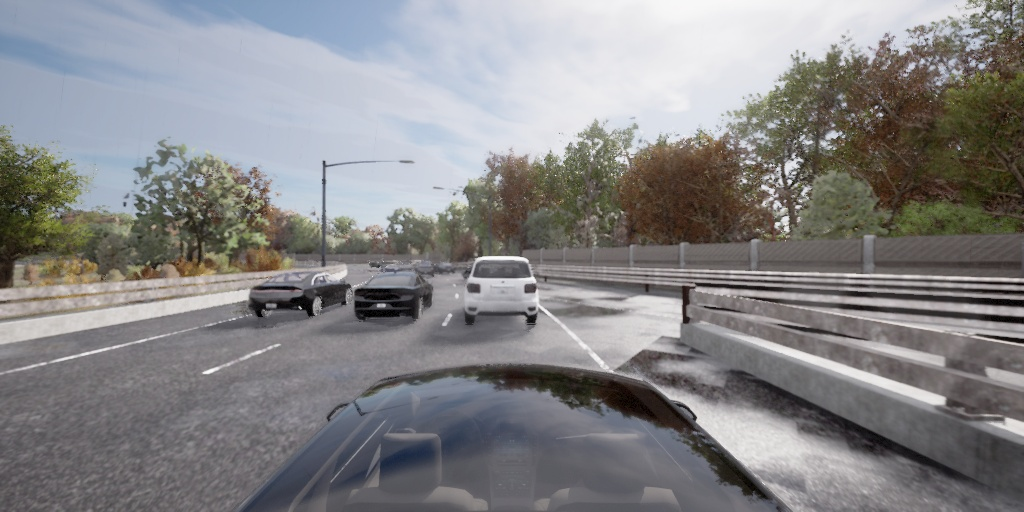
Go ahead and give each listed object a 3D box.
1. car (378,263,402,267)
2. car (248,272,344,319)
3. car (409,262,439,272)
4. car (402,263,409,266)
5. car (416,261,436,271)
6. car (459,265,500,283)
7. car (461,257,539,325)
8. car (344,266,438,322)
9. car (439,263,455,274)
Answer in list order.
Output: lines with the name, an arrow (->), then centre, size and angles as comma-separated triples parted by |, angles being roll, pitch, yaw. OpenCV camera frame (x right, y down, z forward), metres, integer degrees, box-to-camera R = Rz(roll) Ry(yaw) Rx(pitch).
car -> -13.578, 1.601, 39.722 | 1.895, 1.301, 4.718 | 0, 0, -20
car -> -7.557, 1.317, 13.331 | 2.128, 1.511, 4.902 | 0, 0, -5
car -> -9.535, 1.485, 38.634 | 2.128, 1.511, 4.902 | 0, 0, -19
car -> -16.900, 1.706, 55.556 | 1.895, 1.301, 4.718 | 0, 0, -28
car -> -13.642, 1.618, 56.790 | 1.837, 1.490, 4.892 | 0, -1, -28
car -> -2.939, 1.492, 31.321 | 2.033, 1.411, 5.357 | 0, -1, -22
car -> -0.436, 1.039, 12.314 | 2.150, 2.045, 5.566 | 1, 0, -4
car -> -3.991, 1.301, 12.810 | 1.882, 1.535, 5.008 | 0, -1, -5
car -> -8.628, 1.568, 46.083 | 1.812, 1.442, 4.674 | 0, 0, -22
